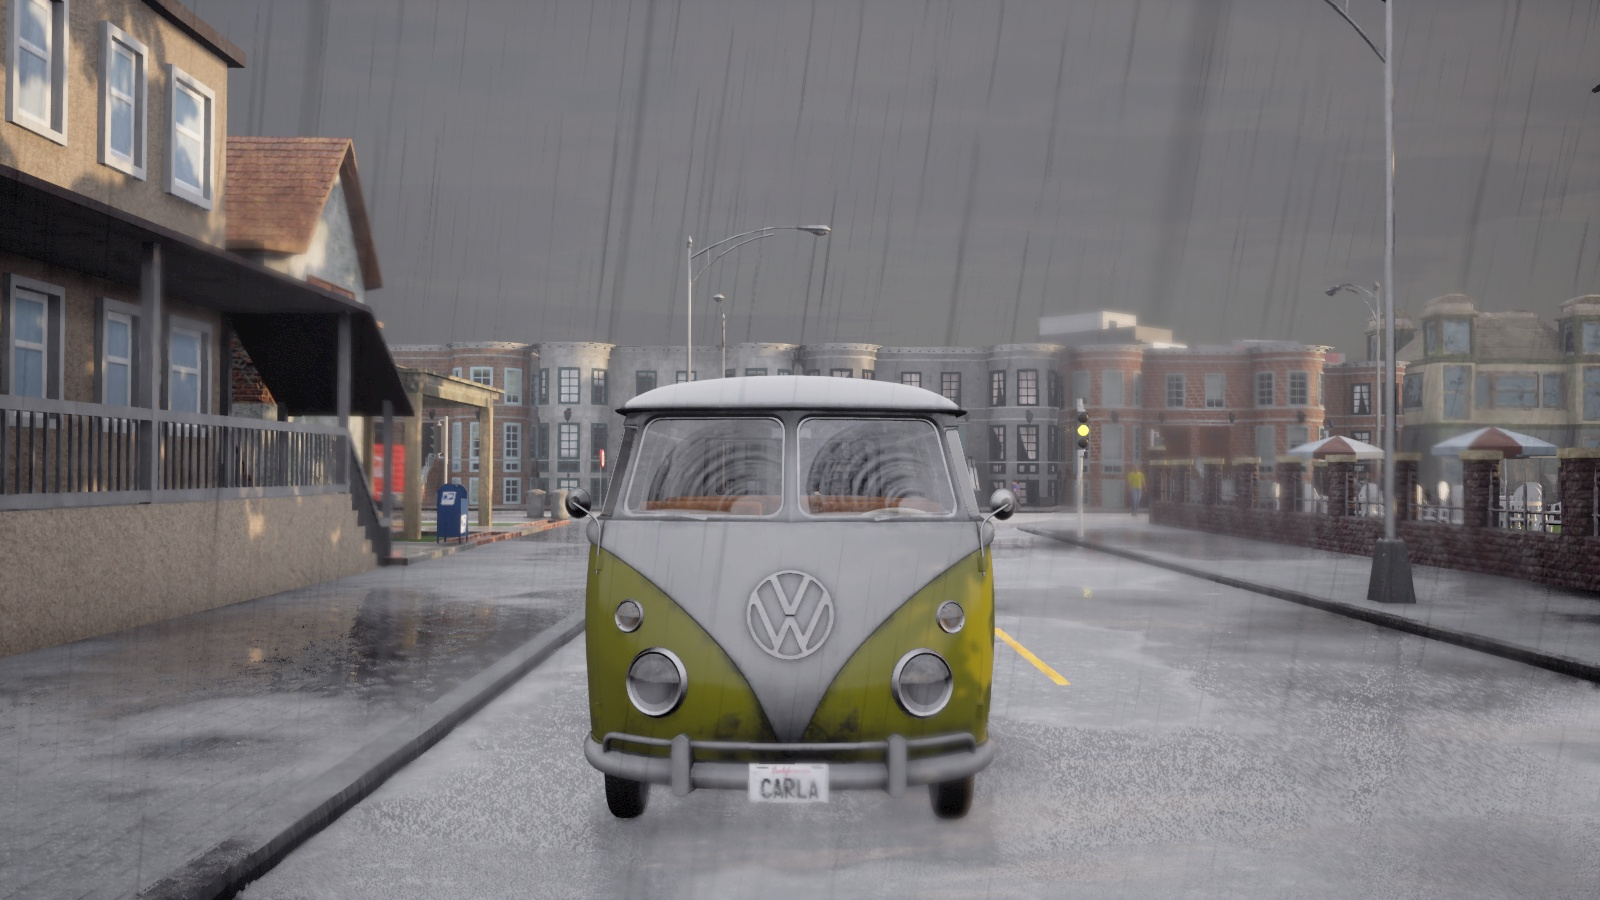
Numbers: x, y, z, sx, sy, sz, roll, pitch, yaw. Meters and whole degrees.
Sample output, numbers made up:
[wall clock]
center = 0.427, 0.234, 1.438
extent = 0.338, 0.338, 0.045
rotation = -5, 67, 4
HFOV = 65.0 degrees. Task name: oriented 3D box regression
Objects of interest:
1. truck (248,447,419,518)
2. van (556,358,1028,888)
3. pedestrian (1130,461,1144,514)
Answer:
[truck]
center = -16.805, 1.161, 45.451
extent = 5.204, 2.467, 2.627
rotation = 0, -1, -1
[van]
center = -0.043, 0.684, 6.958
extent = 1.775, 1.987, 4.442
rotation = 0, -1, 0
[pedestrian]
center = 11.817, 1.300, 44.091
extent = 0.354, 1.836, 0.706
rotation = 0, -1, 6
